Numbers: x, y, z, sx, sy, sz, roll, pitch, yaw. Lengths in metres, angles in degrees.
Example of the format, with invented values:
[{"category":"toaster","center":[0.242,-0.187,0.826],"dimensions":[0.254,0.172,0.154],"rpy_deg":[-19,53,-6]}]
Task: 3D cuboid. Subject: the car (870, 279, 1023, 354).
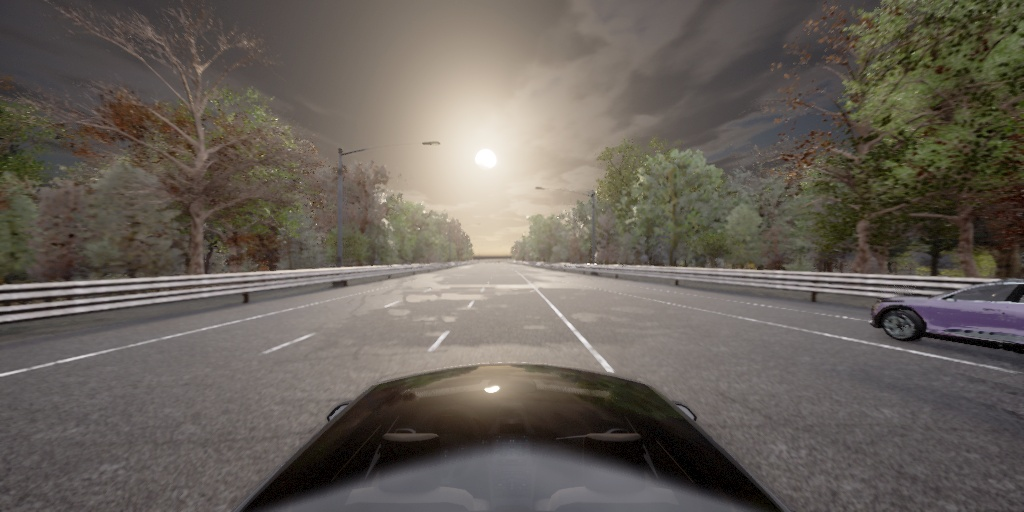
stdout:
[{"category":"car","center":[10.636,1.252,7.430],"dimensions":[2.033,1.649,4.856],"rpy_deg":[0,0,-11]}]
